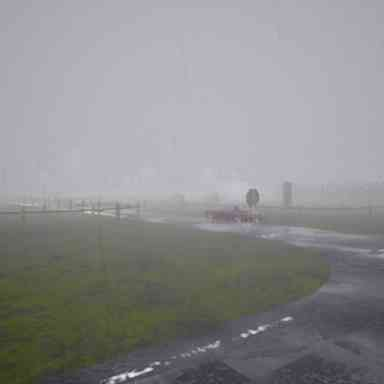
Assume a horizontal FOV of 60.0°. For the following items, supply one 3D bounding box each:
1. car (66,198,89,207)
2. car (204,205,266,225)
[{"bbox_3d":[-17.012,1.580,49.280,1.895,1.301,4.718,1,-1,-40],"label":"car"},{"bbox_3d":[3.017,1.629,24.369,1.895,1.301,4.718,1,-1,-38],"label":"car"}]
